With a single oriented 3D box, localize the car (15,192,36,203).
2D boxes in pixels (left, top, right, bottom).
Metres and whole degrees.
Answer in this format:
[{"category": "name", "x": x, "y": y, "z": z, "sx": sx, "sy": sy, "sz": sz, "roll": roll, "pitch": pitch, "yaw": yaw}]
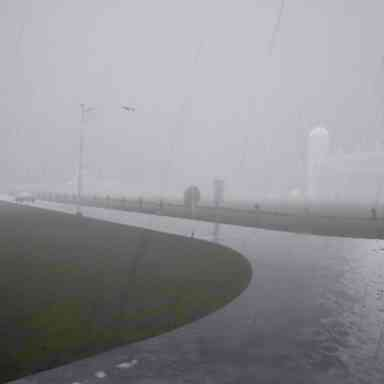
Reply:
[{"category": "car", "x": -23.445, "y": 0.712, "z": 46.748, "sx": 1.812, "sy": 1.442, "sz": 4.674, "roll": 2, "pitch": 0, "yaw": -39}]
